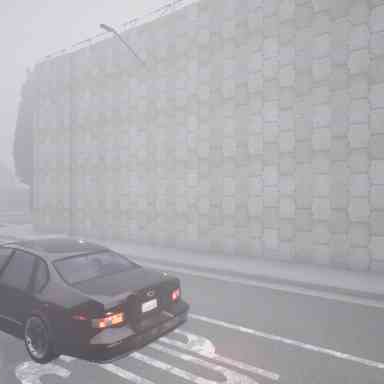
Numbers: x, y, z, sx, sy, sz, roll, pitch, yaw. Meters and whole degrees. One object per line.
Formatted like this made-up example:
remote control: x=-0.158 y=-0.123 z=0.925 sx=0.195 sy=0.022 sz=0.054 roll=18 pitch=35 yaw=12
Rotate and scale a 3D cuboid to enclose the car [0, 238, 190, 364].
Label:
car: x=-2.611 y=1.547 z=5.841 sx=5.357 sy=1.411 sz=2.033 roll=0 pitch=0 yaw=35
